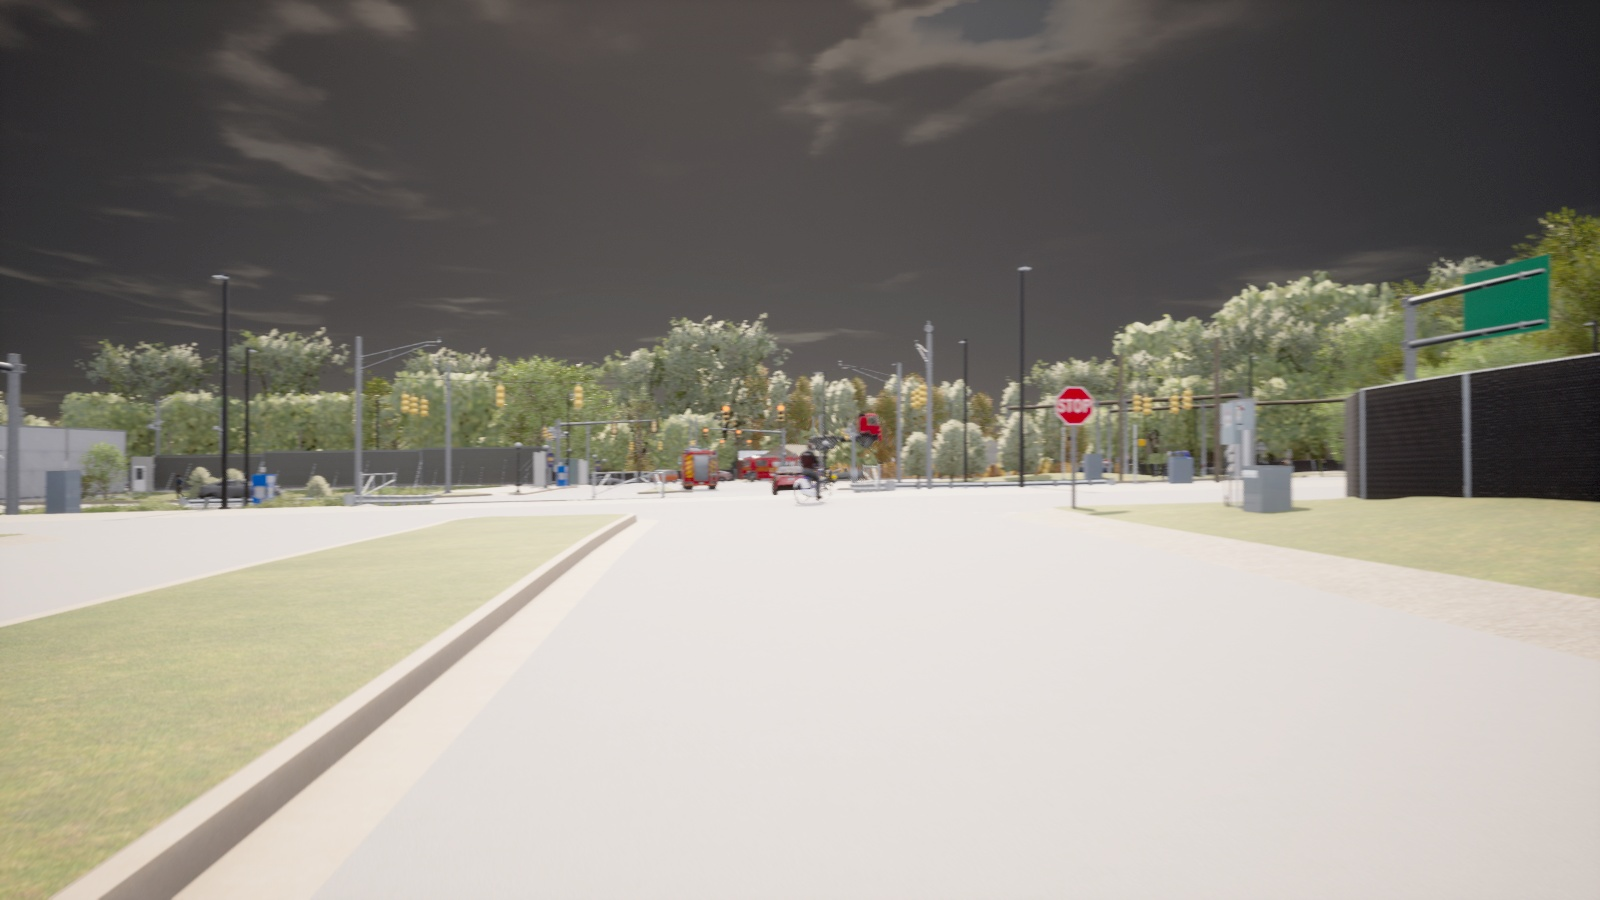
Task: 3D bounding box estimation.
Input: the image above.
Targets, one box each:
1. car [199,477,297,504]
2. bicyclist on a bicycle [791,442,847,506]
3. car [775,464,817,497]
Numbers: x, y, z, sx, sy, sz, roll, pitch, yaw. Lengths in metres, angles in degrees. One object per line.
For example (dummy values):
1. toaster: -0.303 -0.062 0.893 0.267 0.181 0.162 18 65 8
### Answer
1. car: -32.988 2.393 75.114 4.902 1.511 2.128 -1 0 -3
2. bicyclist on a bicycle: 0.565 0.674 36.144 0.659 1.776 1.843 1 1 36
3. car: -0.231 1.505 62.908 2.007 1.525 4.514 -1 -1 -1
